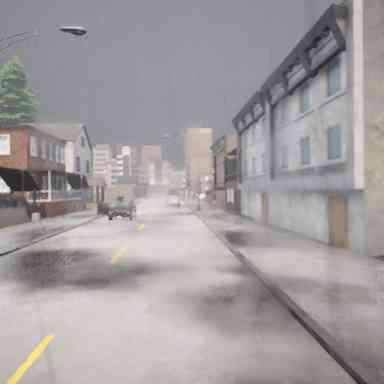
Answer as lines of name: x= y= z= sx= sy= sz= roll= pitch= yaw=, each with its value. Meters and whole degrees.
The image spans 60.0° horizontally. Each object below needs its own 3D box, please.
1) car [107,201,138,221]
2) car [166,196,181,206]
car: x=-5.546 y=1.434 z=27.145 sx=2.033 sy=1.411 sz=5.357 roll=-1 pitch=0 yaw=-3
car: x=-2.674 y=1.292 z=48.008 sx=1.812 sy=1.442 sz=4.674 roll=-1 pitch=0 yaw=-3
